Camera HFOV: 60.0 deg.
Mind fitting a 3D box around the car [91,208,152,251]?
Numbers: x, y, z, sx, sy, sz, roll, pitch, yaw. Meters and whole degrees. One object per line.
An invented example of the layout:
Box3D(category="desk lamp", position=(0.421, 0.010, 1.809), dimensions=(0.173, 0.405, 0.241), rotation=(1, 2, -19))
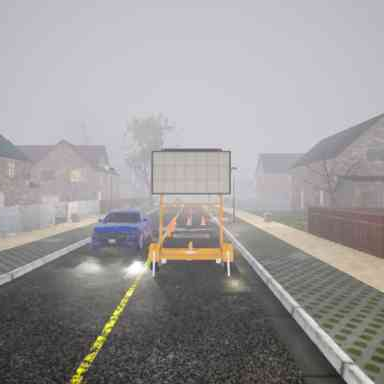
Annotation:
Box3D(category="car", position=(-2.887, 1.496, 14.473), dimensions=(1.882, 1.535, 5.008), rotation=(0, 0, 0))

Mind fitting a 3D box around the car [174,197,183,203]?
Box3D(category="car", position=(-2.934, 1.881, 70.987), dimensions=(1.812, 1.442, 4.674), rotation=(0, -1, 0))

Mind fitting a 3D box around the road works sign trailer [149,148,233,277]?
Box3D(category="road works sign trailer", position=(-0.026, 0.473, 10.221), dimensions=(2.380, 3.560, 2.880), rotation=(0, 0, 0))
